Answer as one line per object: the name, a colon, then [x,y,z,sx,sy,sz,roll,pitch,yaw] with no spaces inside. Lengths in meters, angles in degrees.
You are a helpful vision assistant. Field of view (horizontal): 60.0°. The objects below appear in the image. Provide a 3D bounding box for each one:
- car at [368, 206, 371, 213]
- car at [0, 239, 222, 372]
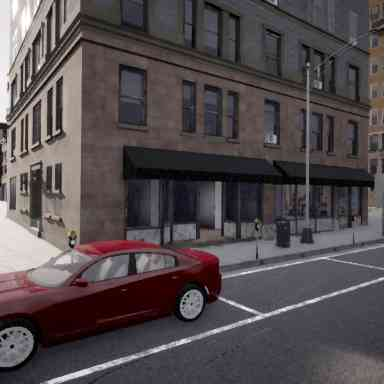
car: [13.931,1.436,31.012,1.895,1.301,4.718,1,0,-35]
car: [-1.536,1.545,5.658,4.507,1.381,1.887,0,1,-35]
